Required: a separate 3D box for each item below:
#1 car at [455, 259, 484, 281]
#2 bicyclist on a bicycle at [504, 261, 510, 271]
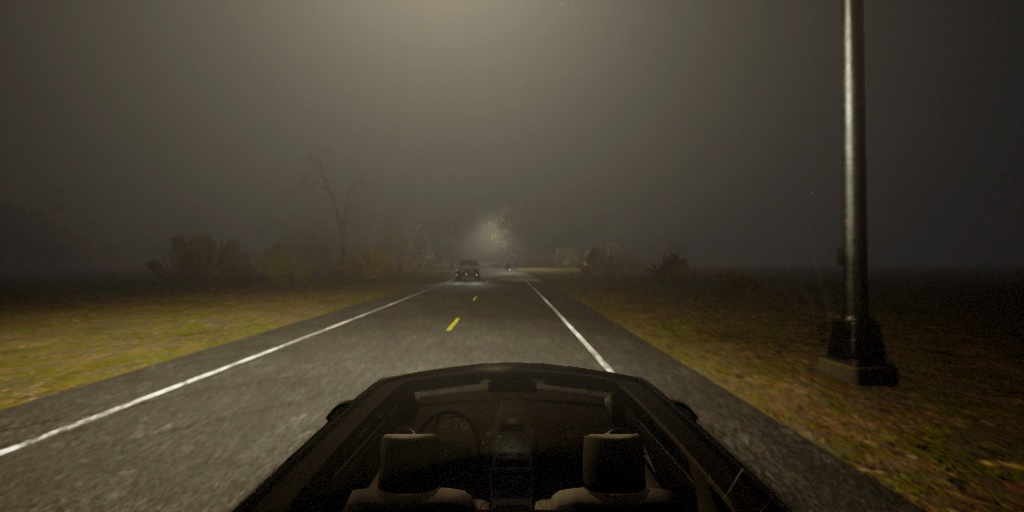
[{"bbox_3d":[-4.153,1.282,34.701,2.150,2.045,5.566,0,0,-2],"label":"car"},{"bbox_3d":[-0.682,1.700,58.793,0.866,1.612,1.509,0,-1,-3],"label":"bicyclist on a bicycle"}]
